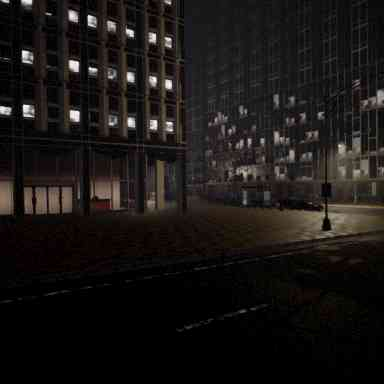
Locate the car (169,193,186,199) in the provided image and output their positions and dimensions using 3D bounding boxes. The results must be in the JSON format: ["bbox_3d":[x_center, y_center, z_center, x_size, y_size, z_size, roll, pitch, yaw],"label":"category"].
[{"bbox_3d":[-3.351,0.934,73.856,1.802,1.307,4.206,0,1,-34],"label":"car"}]

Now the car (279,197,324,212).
[{"bbox_3d":[12.155,1.422,36.243,1.947,1.339,4.313,-1,1,-34],"label":"car"}]

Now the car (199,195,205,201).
[{"bbox_3d":[3.083,1.041,64.485,1.802,1.307,4.206,-1,1,-34],"label":"car"}]

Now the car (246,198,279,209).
[{"bbox_3d":[8.951,1.386,40.941,1.802,1.307,4.206,-1,1,-34],"label":"car"}]

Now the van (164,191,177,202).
[{"bbox_3d":[-3.825,0.936,59.740,1.690,1.788,3.998,0,1,-34],"label":"van"}]

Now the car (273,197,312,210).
[{"bbox_3d":[12.275,1.343,40.849,1.994,1.385,4.181,-1,1,-35],"label":"car"}]

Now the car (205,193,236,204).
[{"bbox_3d":[4.564,1.256,52.108,1.895,1.301,4.718,-1,1,-34],"label":"car"}]

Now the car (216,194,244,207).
[{"bbox_3d":[5.782,1.318,45.658,1.947,1.339,4.313,-1,1,-34],"label":"car"}]

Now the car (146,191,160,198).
[{"bbox_3d":[-9.787,0.684,83.224,1.967,1.590,4.097,0,1,-34],"label":"car"}]

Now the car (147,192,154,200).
[{"bbox_3d":[-10.260,1.038,69.113,2.008,1.369,4.403,0,1,-34],"label":"car"}]
